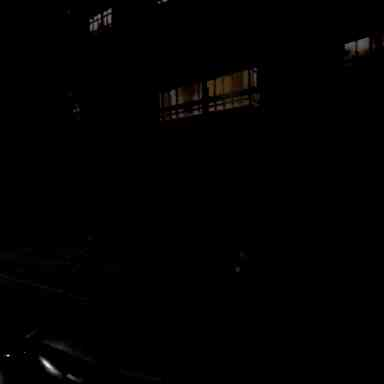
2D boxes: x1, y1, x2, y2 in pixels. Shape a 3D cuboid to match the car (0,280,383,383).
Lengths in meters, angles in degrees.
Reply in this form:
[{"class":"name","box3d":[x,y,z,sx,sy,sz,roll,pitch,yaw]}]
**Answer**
[{"class":"car","box3d":[-0.405,1.588,3.263,4.313,1.339,1.947,-1,-1,36]}]
